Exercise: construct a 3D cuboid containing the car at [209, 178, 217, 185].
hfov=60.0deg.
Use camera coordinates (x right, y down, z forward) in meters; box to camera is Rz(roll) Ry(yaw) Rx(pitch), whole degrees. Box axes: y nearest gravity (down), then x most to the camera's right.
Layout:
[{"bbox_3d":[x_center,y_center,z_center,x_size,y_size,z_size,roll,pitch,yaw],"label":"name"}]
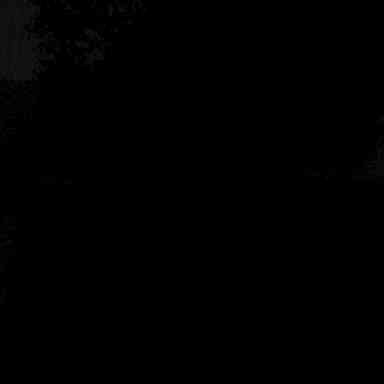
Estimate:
[{"bbox_3d":[3.840,-2.501,69.798,2.097,1.767,4.553,0,4,17],"label":"car"}]
